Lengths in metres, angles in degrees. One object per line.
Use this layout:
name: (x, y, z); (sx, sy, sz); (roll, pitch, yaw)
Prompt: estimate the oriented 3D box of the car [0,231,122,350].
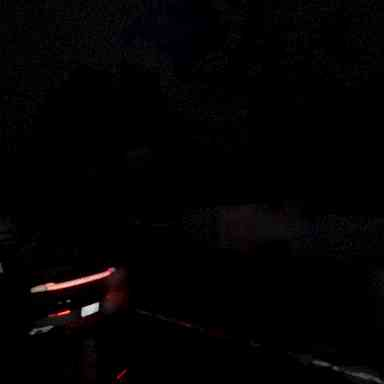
car: (-3.484, 1.487, 6.179); (4.902, 1.511, 2.128); (0, 0, 34)
